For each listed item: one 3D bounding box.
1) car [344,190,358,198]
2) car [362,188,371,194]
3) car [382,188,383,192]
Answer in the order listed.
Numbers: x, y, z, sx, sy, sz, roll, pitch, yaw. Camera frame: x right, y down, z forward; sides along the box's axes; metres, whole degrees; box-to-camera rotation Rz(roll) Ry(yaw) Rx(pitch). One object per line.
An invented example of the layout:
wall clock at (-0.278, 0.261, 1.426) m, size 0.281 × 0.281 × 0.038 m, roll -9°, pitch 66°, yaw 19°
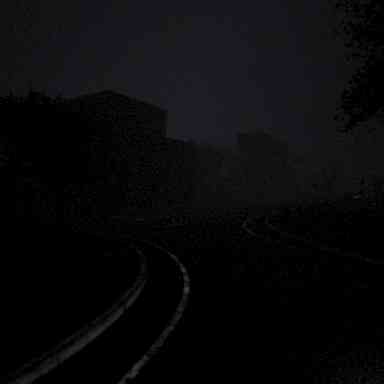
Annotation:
car at (30.965, 0.332, 64.877) m, size 1.994 × 1.385 × 4.181 m, roll 1°, pitch 2°, yaw 36°
car at (41.265, -0.222, 79.042) m, size 2.033 × 1.411 × 5.357 m, roll 1°, pitch 2°, yaw 36°
car at (48.393, -0.618, 79.134) m, size 5.566 × 2.045 × 2.435 m, roll 1°, pitch 2°, yaw 36°
